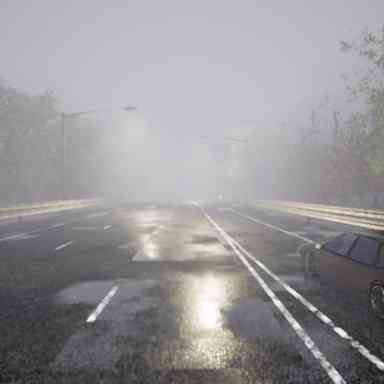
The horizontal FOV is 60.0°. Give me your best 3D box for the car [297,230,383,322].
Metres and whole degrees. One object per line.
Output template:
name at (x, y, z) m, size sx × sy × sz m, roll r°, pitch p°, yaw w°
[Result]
car at (4.052, 1.537, 7.123) m, size 2.033 × 1.411 × 5.357 m, roll 0°, pitch 0°, yaw -3°
